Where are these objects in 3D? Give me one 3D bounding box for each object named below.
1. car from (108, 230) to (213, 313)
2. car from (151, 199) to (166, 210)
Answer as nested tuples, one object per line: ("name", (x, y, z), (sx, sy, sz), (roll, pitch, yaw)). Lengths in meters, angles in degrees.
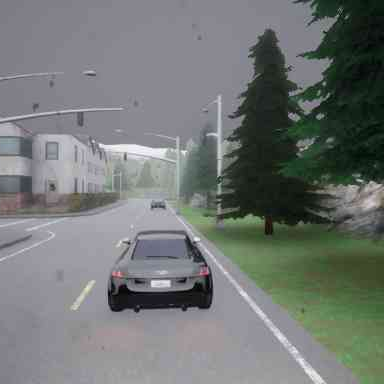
("car", (-0.703, 1.564, 7.782), (1.994, 1.385, 4.181), (0, 0, -5))
("car", (-4.476, 1.601, 43.918), (1.895, 1.301, 4.718), (0, 0, -6))
